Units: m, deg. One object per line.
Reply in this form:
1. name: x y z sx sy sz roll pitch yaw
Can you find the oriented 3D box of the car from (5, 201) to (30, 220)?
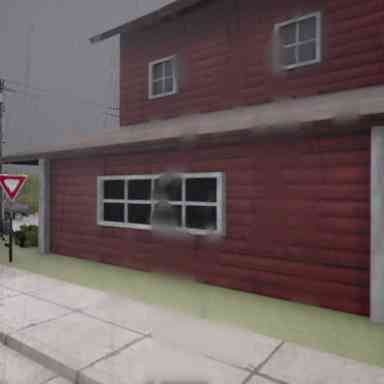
1. car: -14.250 1.403 23.814 1.837 1.490 4.892 0 0 37
